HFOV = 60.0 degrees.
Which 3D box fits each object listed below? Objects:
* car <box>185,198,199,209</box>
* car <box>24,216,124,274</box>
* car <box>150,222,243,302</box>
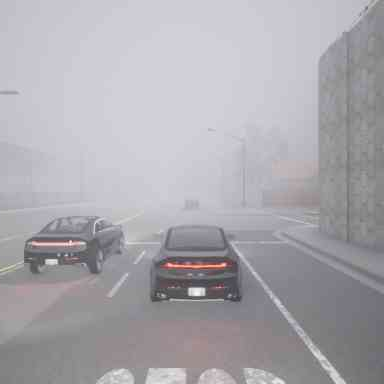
[{"bbox_3d":[-0.022,1.492,44.232,2.128,1.511,4.902,0,0,0],"label":"car"},{"bbox_3d":[-3.429,1.492,10.533,2.128,1.511,4.902,0,0,0],"label":"car"},{"bbox_3d":[0.078,1.505,8.265,1.837,1.490,4.892,0,0,0],"label":"car"}]
